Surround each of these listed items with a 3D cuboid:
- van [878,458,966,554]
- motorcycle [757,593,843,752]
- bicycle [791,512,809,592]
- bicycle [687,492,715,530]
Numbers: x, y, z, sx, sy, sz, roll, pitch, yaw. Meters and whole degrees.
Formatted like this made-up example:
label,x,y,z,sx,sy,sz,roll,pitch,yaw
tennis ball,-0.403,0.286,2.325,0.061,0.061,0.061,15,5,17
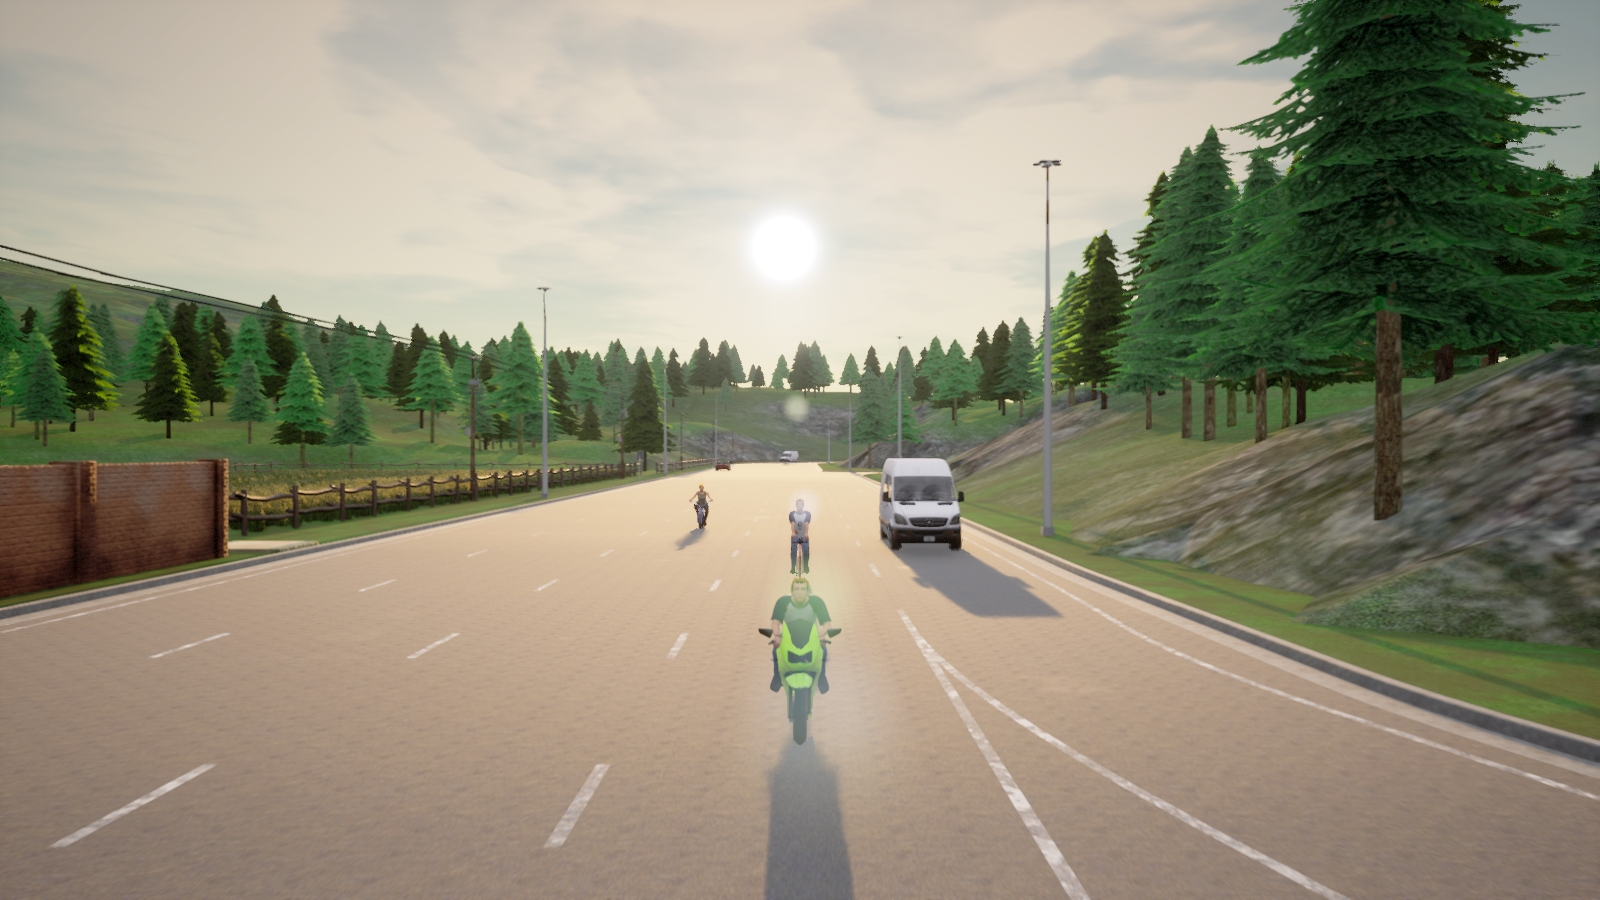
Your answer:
label,x,y,z,sx,sy,sz,roll,pitch,yaw
van,3.496,1.534,33.861,1.988,2.561,5.915,0,0,0
motorcycle,0.000,2.185,11.601,0.803,1.199,2.033,0,1,0
bicycle,0.000,2.056,23.363,0.373,1.496,1.643,0,0,0
bicycle,-3.499,2.158,40.544,0.859,1.277,1.487,0,0,0
